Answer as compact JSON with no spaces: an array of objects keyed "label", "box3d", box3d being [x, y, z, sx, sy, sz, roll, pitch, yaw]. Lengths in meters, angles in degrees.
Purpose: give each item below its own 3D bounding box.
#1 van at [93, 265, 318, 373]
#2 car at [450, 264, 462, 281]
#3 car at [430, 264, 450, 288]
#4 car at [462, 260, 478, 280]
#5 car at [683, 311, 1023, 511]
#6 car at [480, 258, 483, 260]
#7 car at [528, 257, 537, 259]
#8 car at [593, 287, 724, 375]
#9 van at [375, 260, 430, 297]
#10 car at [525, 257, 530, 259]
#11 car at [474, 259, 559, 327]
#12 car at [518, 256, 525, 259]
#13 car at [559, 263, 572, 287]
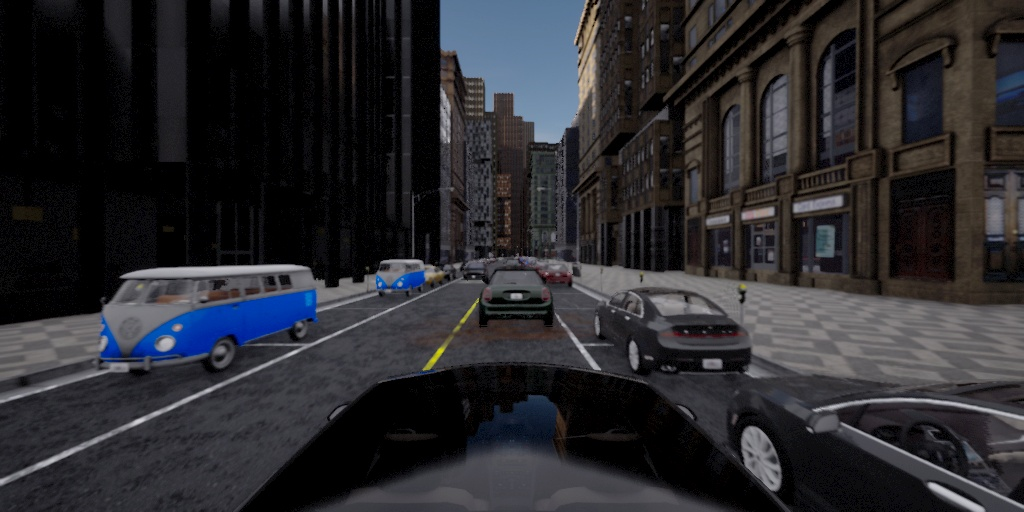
[{"label":"van","box3d":[-5.670,1.088,7.278,1.690,1.789,3.998,0,0,0]},{"label":"car","box3d":[-5.674,1.304,29.873,1.948,1.339,4.313,0,0,0]},{"label":"car","box3d":[-5.672,1.265,24.054,1.751,1.417,4.829,0,0,0]},{"label":"car","box3d":[-3.064,1.285,31.485,2.033,1.411,5.357,0,0,0]},{"label":"car","box3d":[2.857,1.300,1.637,2.007,1.370,4.403,0,0,0]},{"label":"car","box3d":[-5.677,1.278,52.468,1.888,1.381,4.507,0,0,0]},{"label":"car","box3d":[2.851,1.177,35.528,1.967,1.591,4.097,0,0,0]},{"label":"car","box3d":[2.855,1.298,7.286,2.007,1.370,4.403,0,0,0]},{"label":"van","box3d":[-5.671,1.083,18.576,1.690,1.789,3.998,0,0,0]},{"label":"car","box3d":[2.850,1.175,41.177,1.967,1.591,4.097,0,0,0]},{"label":"car","box3d":[0.083,1.097,11.724,2.097,1.767,4.553,0,0,-1]},{"label":"car","box3d":[0.093,1.088,39.927,2.097,1.767,4.553,0,0,0]},{"label":"car","box3d":[2.853,1.180,24.232,1.967,1.591,4.097,0,0,0]}]
